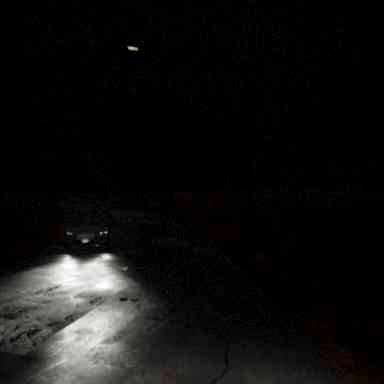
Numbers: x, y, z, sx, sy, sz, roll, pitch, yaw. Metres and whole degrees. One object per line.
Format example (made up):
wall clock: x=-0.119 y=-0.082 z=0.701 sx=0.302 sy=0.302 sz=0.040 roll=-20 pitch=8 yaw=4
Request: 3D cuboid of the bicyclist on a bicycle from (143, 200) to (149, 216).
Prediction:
bicyclist on a bicycle: x=-4.591 y=1.614 z=33.392 sx=0.582 sy=1.620 sz=1.656 roll=-1 pitch=-1 yaw=-17

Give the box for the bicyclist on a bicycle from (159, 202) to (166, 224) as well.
bicyclist on a bicycle: x=-2.111 y=1.525 z=24.198 sx=0.582 sy=1.620 sz=1.656 roll=-1 pitch=-1 yaw=-13

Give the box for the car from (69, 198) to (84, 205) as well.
car: x=-24.165 y=1.916 z=69.567 sx=1.812 sy=1.442 sz=4.674 roll=-1 pitch=0 yaw=-40

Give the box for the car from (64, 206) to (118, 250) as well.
car: x=-4.450 y=1.631 z=15.189 sx=2.128 sy=1.511 sz=4.902 roll=0 pitch=0 yaw=-9

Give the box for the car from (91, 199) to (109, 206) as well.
car: x=-15.846 y=1.872 z=57.166 sx=2.033 sy=1.411 sz=5.357 roll=0 pitch=0 yaw=-29
